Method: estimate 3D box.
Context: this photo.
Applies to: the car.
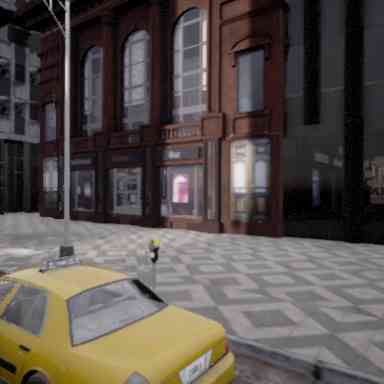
[{"bbox_3d":[-1.847,1.509,4.279,4.829,1.417,1.752,0,0,36],"label":"car"}]
